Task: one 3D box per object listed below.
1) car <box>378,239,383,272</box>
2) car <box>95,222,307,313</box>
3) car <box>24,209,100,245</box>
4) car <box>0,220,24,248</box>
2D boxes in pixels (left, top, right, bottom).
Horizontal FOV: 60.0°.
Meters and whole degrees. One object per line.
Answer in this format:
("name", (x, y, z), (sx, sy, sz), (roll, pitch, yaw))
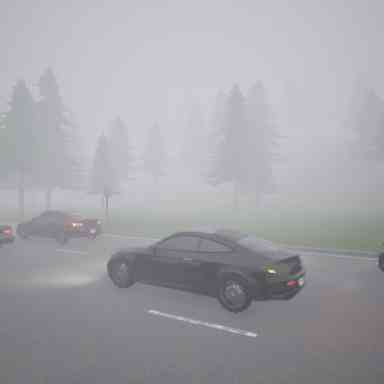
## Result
("car", (7.245, 1.212, 7.274), (5.566, 2.045, 2.150), (-2, -1, 34))
("car", (0.151, 1.526, 7.588), (4.674, 1.442, 1.812), (0, 0, 33))
("car", (-6.248, 1.526, 15.613), (4.674, 1.442, 1.812), (0, 0, 32))
("car", (-9.360, 1.548, 13.378), (5.357, 1.411, 2.033), (0, 0, 32))
